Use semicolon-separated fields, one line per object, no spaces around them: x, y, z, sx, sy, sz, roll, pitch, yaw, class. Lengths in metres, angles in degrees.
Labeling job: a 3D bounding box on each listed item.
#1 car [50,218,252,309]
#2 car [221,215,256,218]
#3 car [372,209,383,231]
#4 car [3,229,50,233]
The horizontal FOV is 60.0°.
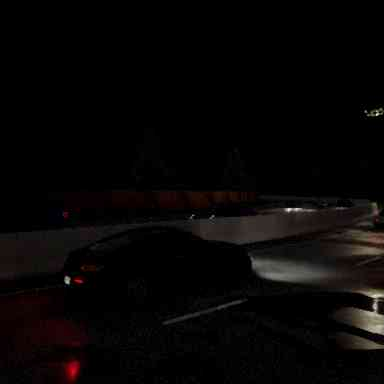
-0.620;1.552;7.914;4.674;1.442;1.812;0;0;-38;car
1.888;1.418;19.646;4.553;1.767;2.097;0;0;-45;car
12.728;1.671;20.505;1.895;1.301;4.718;0;0;42;car
-8.538;1.271;15.244;5.566;2.045;2.150;0;0;-37;car
